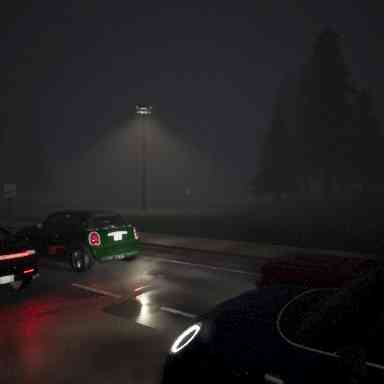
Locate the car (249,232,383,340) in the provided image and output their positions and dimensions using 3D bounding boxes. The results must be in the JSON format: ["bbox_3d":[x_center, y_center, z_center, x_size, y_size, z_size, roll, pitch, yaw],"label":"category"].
[{"bbox_3d":[3.551,1.601,5.757,4.718,1.301,1.895,0,0,36],"label":"car"}]

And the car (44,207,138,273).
[{"bbox_3d":[-3.894,1.352,10.972,4.553,1.767,2.097,0,0,36],"label":"car"}]

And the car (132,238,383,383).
[{"bbox_3d":[1.923,1.352,2.619,4.553,1.767,2.097,0,0,36],"label":"car"}]

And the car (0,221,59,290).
[{"bbox_3d":[-5.580,1.491,7.874,4.902,1.511,2.128,0,0,36],"label":"car"}]
